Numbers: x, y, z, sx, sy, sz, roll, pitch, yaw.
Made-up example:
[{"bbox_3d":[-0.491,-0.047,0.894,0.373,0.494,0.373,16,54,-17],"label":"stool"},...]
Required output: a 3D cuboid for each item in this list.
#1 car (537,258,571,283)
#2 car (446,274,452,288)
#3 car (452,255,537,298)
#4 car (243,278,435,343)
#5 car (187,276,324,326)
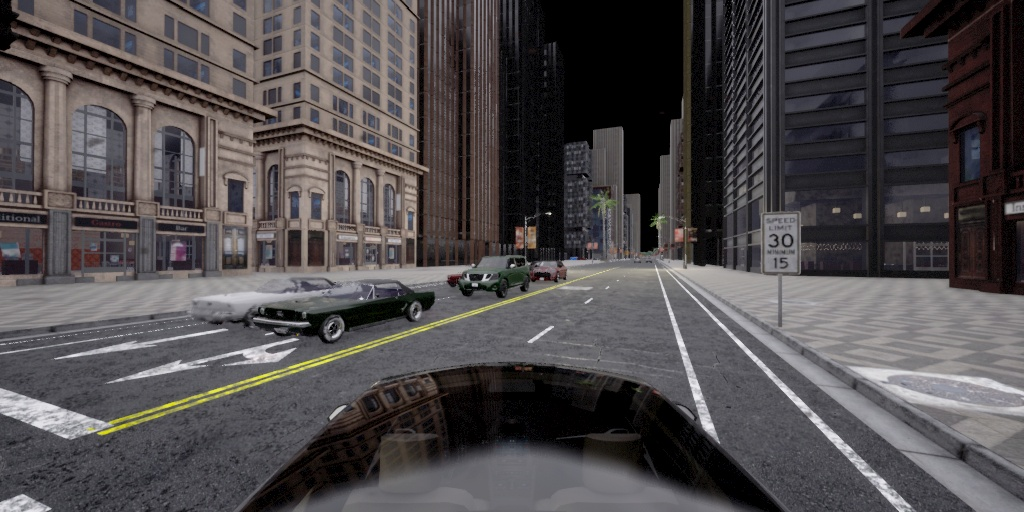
[{"bbox_3d":[3.002,1.116,28.581,2.097,1.767,4.553,0,0,21],"label":"car"},{"bbox_3d":[-2.409,1.359,23.649,1.895,1.301,4.718,0,0,21],"label":"car"},{"bbox_3d":[-0.705,0.977,19.072,2.150,2.045,5.566,0,0,21],"label":"car"},{"bbox_3d":[-4.271,1.352,9.985,1.895,1.301,4.718,0,0,24],"label":"car"},{"bbox_3d":[-7.170,1.352,11.497,1.895,1.301,4.718,0,0,21],"label":"car"}]
